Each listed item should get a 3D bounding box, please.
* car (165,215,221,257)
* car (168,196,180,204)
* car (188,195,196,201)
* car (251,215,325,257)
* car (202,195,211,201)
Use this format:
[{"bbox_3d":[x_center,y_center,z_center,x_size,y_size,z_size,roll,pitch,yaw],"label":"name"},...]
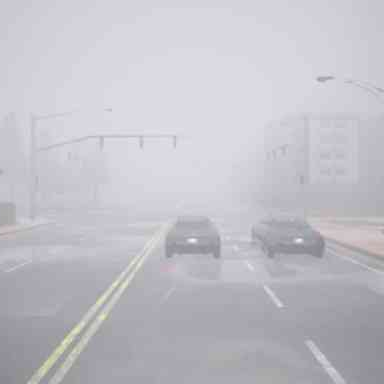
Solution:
[{"bbox_3d":[0.046,1.571,12.965,1.994,1.385,4.181,0,0,1],"label":"car"},{"bbox_3d":[-3.514,1.555,64.517,1.812,1.442,4.674,0,0,0],"label":"car"},{"bbox_3d":[-0.002,1.428,78.269,1.994,1.385,4.181,0,0,0],"label":"car"},{"bbox_3d":[3.547,1.571,12.971,1.994,1.385,4.181,0,0,1],"label":"car"},{"bbox_3d":[3.498,1.399,78.283,2.128,1.511,4.902,0,0,0],"label":"car"}]
